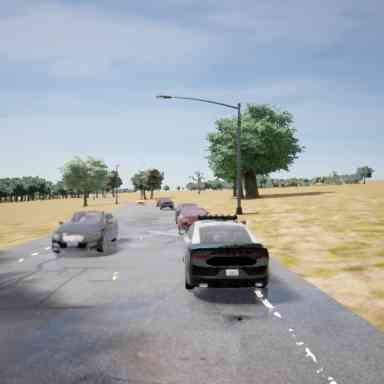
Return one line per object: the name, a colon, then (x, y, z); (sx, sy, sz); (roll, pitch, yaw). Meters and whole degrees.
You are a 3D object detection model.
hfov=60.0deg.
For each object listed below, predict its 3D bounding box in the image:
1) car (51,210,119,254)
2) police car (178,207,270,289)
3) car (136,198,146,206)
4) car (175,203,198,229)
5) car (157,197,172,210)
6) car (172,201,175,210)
car: (-4.240, 1.527, 13.835); (2.128, 1.511, 4.902); (0, 0, -4)
police car: (0.695, 1.447, 9.378); (1.930, 1.638, 5.238); (0, 0, -3)
car: (-10.809, 2.058, 69.940); (1.882, 1.535, 5.008); (0, -1, -10)
car: (0.098, 1.579, 19.308); (1.812, 1.442, 4.674); (0, 0, -4)
car: (-3.536, 1.705, 46.160); (1.837, 1.490, 4.892); (0, -1, -7)
car: (-0.363, 1.577, 25.325); (1.837, 1.490, 4.892); (0, 0, -5)
